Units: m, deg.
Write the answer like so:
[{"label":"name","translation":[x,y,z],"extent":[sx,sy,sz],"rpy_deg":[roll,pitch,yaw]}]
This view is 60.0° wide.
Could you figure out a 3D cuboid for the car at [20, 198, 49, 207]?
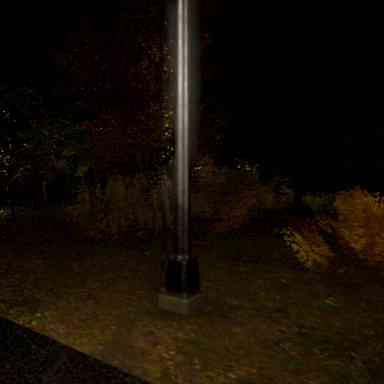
[{"label":"car","translation":[-24.920,1.721,52.722],"extent":[1.994,1.385,4.181],"rpy_deg":[0,0,36]}]
